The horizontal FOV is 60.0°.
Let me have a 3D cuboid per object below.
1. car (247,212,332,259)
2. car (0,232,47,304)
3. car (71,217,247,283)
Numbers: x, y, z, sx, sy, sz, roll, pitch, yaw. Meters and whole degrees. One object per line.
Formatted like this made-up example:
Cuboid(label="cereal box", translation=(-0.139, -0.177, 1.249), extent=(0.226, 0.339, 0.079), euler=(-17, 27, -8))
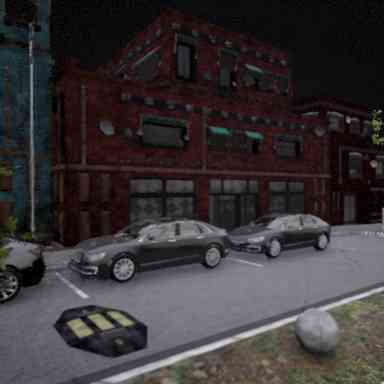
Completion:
Cuboid(label="car", translation=(3.576, 1.568, 13.171), extent=(4.892, 1.521, 2.231), euler=(0, 0, -36))
Cuboid(label="car", translation=(-5.520, 1.509, 6.628), extent=(4.792, 1.488, 2.163), euler=(1, 0, -36))
Cuboid(label="car", translation=(-1.008, 1.525, 9.873), extent=(4.892, 1.521, 2.231), euler=(1, 0, -36))
